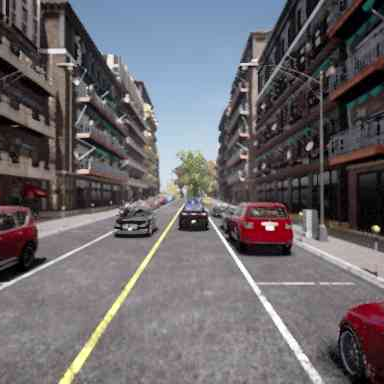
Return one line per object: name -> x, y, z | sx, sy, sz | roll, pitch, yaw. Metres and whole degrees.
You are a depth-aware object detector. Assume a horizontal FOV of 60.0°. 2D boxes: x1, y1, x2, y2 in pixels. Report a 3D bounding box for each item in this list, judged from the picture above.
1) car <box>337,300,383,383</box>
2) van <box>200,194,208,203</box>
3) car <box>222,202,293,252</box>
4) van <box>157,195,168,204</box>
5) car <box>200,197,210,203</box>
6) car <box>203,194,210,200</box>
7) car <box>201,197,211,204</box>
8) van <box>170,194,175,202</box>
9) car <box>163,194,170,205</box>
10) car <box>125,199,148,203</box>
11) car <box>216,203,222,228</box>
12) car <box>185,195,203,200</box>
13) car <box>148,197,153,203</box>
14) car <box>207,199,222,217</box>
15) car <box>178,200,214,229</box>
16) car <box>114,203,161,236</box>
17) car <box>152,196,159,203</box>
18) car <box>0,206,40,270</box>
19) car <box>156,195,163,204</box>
car -> 2.701, 1.586, 2.603 | 1.802, 1.307, 4.206 | 1, 0, 0
van -> 2.674, 1.466, 76.206 | 1.690, 1.788, 3.998 | 1, 0, 0
car -> 2.702, 1.336, 13.927 | 2.192, 1.841, 5.009 | 1, 0, 0
van -> -5.690, 1.444, 64.920 | 1.690, 1.788, 3.998 | 1, 0, 0
car -> 2.694, 1.680, 70.545 | 1.947, 1.339, 4.313 | 1, 0, 0
car -> 2.690, 1.619, 59.392 | 1.752, 1.417, 4.829 | 1, 0, 0
car -> 2.691, 1.649, 64.882 | 1.887, 1.381, 4.507 | 1, 0, 0
van -> -5.694, 1.476, 81.905 | 1.690, 1.788, 3.998 | 1, 0, 0
car -> -5.688, 1.408, 59.259 | 2.192, 1.841, 5.009 | 1, 0, 0
car -> -5.685, 1.596, 30.949 | 2.008, 1.369, 4.403 | 1, 0, 0
car -> 2.697, 1.595, 19.589 | 1.947, 1.339, 4.313 | 1, 0, 0
car -> 0.091, 1.422, 45.575 | 2.097, 1.767, 4.553 | 0, 0, 0
car -> -5.687, 1.580, 36.442 | 1.752, 1.417, 4.829 | 1, 0, 0
car -> 2.695, 1.597, 30.912 | 2.008, 1.369, 4.403 | 1, 0, 0
car -> 0.096, 1.524, 21.928 | 2.128, 1.511, 4.902 | 0, 0, 0
car -> -3.004, 1.561, 18.490 | 1.837, 1.490, 4.892 | 0, 0, 0
car -> -5.688, 1.608, 42.272 | 1.887, 1.381, 4.507 | 1, 0, 0
car -> -5.677, 1.327, 8.303 | 2.192, 1.841, 5.009 | 1, 0, 0
car -> -5.688, 1.513, 47.935 | 1.967, 1.590, 4.097 | 1, 0, 0
